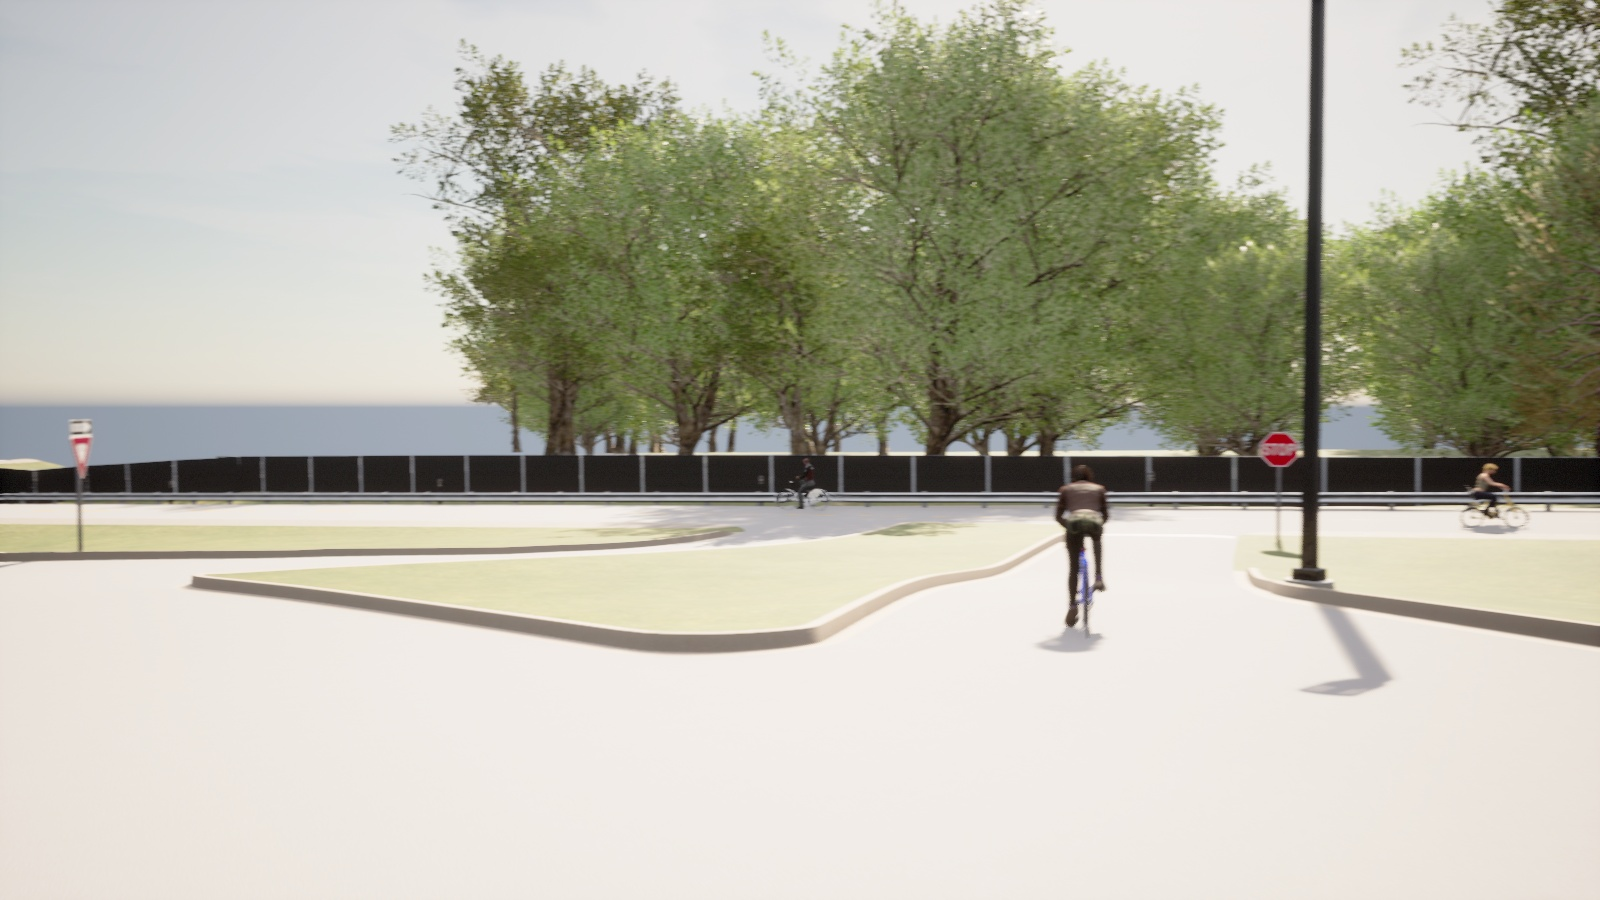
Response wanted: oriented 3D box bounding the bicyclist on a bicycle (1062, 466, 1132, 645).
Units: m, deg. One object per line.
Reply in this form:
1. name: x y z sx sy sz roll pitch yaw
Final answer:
1. bicyclist on a bicycle: 2.868 0.979 12.228 0.582 1.620 1.656 -1 -1 11

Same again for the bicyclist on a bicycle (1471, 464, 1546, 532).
1. bicyclist on a bicycle: 17.458 1.168 30.958 1.509 1.612 0.866 -1 2 23

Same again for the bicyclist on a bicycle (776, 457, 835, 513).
1. bicyclist on a bicycle: 0.185 1.147 41.619 1.843 1.776 0.659 0 2 22
